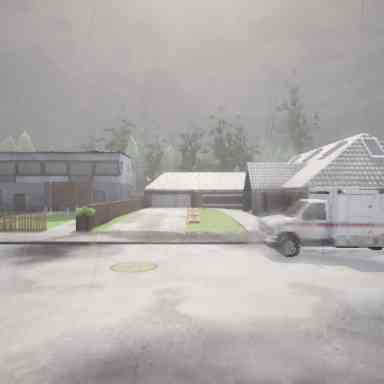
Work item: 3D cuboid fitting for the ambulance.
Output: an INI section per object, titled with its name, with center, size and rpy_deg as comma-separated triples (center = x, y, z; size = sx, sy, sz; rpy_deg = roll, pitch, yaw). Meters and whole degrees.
[ambulance]
center = 5.709, 1.029, 12.180
size = 6.366, 2.431, 2.351
rpy_deg = 0, 0, 0
